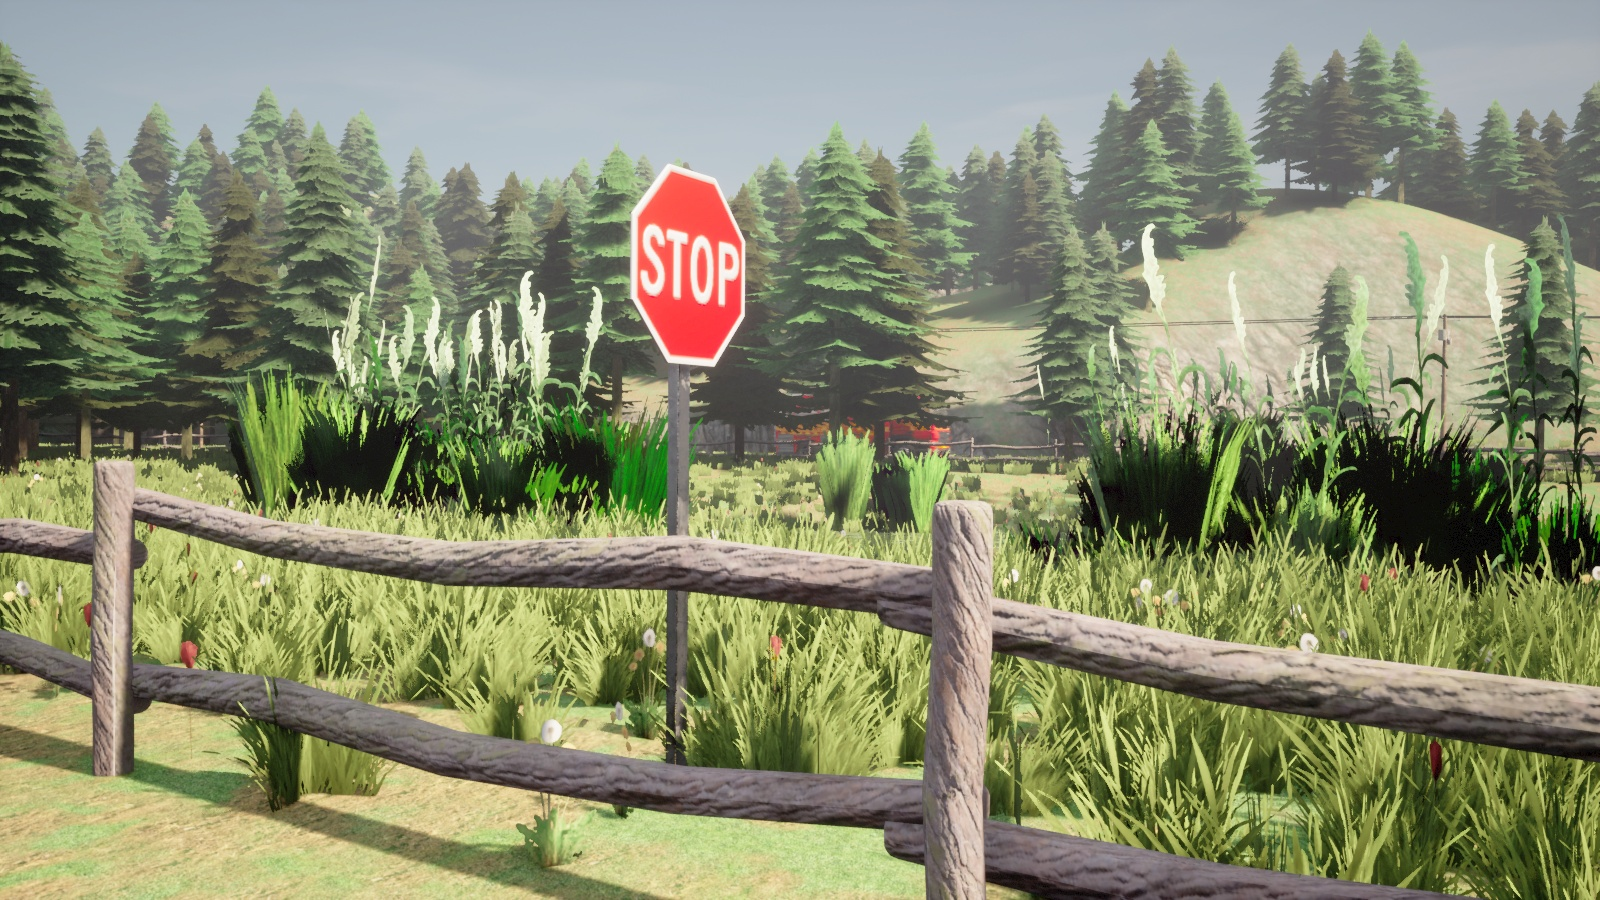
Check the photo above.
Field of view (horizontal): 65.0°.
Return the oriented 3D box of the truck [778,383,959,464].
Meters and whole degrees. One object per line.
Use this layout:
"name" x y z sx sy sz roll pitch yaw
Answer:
"truck" 3.390 -1.279 62.250 8.468 3.827 2.891 0 1 22
